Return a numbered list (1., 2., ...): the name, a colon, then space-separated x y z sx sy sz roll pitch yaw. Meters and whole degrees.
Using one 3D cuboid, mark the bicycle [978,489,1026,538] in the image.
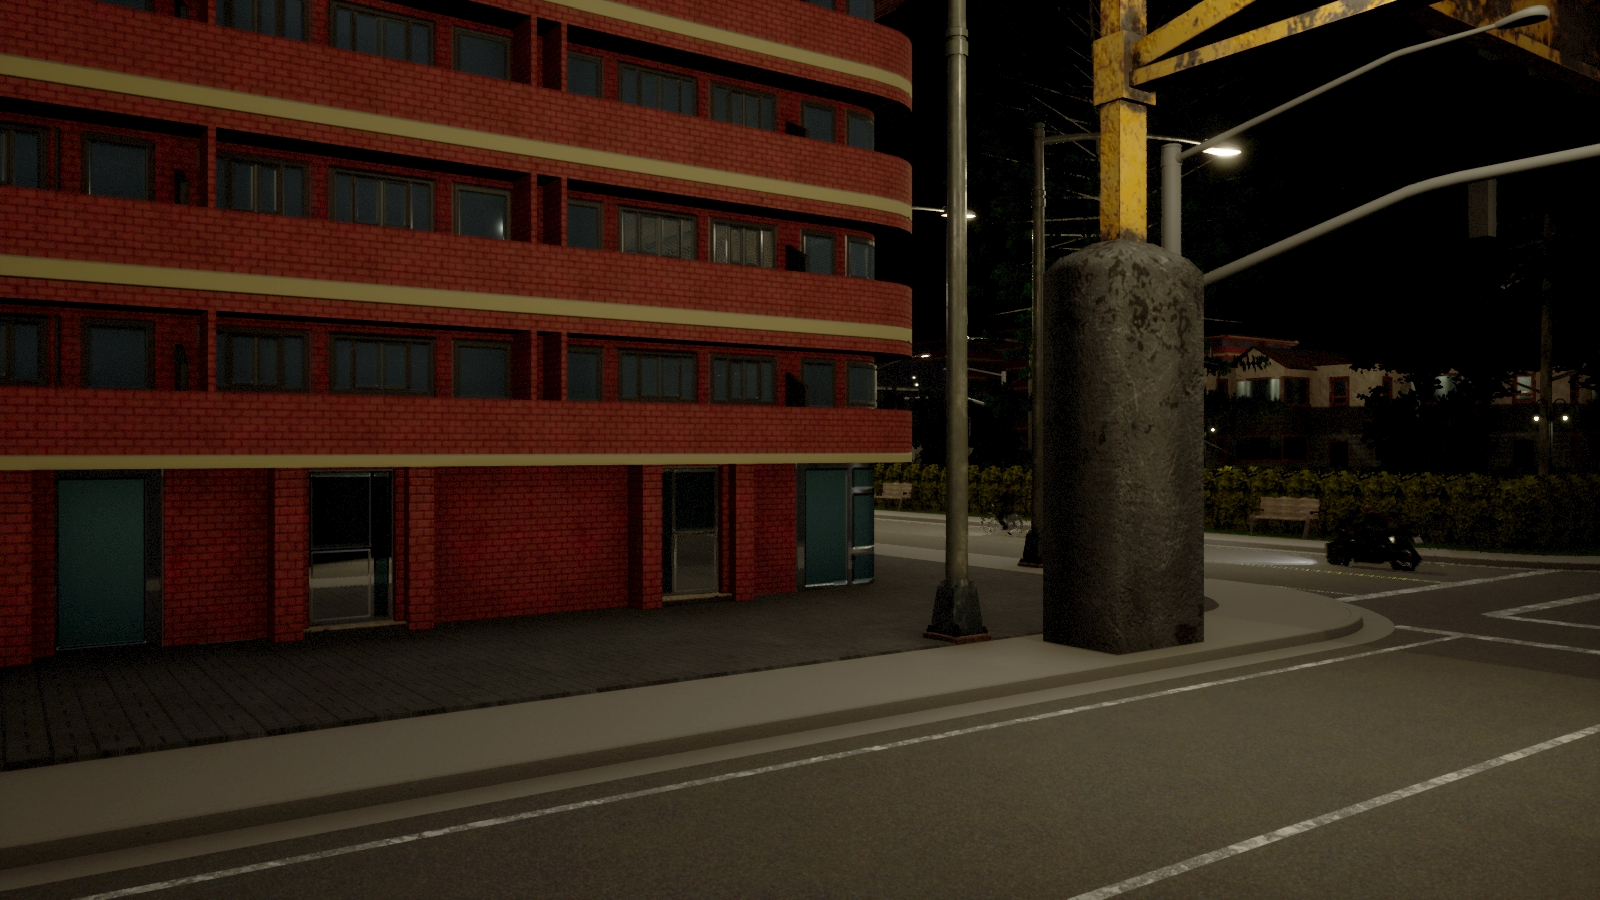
1. bicycle: 6.563 2.036 37.134 0.329 1.496 1.835 0 0 -35
